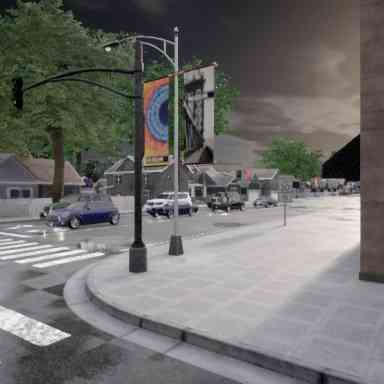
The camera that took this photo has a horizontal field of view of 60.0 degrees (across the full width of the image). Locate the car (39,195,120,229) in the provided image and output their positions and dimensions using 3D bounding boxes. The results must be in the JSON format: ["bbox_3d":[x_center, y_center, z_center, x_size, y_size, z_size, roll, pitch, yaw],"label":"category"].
[{"bbox_3d":[-6.729,1.263,20.821,2.097,1.767,4.553,0,0,35],"label":"car"}]

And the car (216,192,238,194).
[{"bbox_3d":[4.038,1.004,41.438,2.150,2.045,5.566,0,0,35],"label":"car"}]

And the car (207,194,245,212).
[{"bbox_3d":[3.946,1.287,35.742,1.882,1.535,5.008,0,0,35],"label":"car"}]

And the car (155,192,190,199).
[{"bbox_3d":[-2.216,1.062,32.708,2.150,2.045,5.566,0,0,35],"label":"car"}]

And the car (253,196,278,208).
[{"bbox_3d":[9.743,1.248,43.806,2.128,1.511,4.902,0,0,36],"label":"car"}]

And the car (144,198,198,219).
[{"bbox_3d":[-1.504,1.461,28.139,1.895,1.301,4.718,0,0,36],"label":"car"}]

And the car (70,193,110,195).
[{"bbox_3d":[-8.207,1.120,24.397,2.150,2.045,5.566,0,0,34],"label":"car"}]
